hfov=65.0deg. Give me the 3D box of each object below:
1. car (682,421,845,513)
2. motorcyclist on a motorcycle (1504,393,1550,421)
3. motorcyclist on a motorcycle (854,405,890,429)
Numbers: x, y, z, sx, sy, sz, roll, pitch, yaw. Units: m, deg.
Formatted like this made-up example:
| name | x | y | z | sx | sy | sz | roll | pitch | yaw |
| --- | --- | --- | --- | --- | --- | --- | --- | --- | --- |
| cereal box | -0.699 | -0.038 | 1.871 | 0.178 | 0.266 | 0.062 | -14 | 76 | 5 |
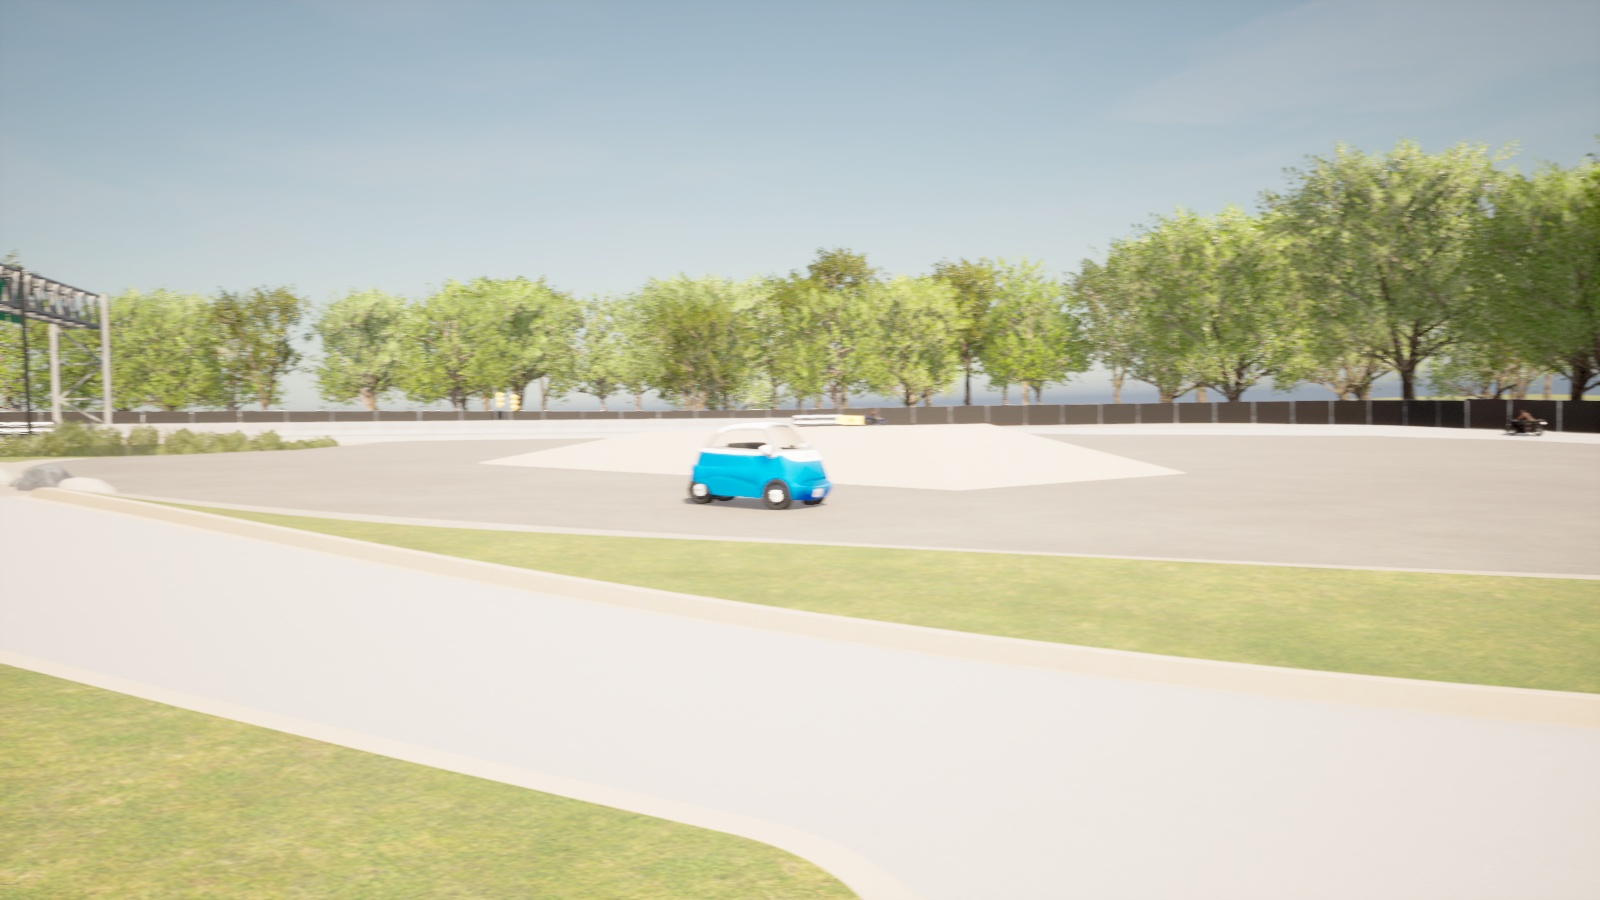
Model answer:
| name | x | y | z | sx | sy | sz | roll | pitch | yaw |
| --- | --- | --- | --- | --- | --- | --- | --- | --- | --- |
| car | -0.587 | 0.236 | 20.498 | 2.207 | 1.376 | 1.481 | 1 | 3 | 27 |
| motorcyclist on a motorcycle | 40.767 | -2.408 | 70.424 | 0.797 | 1.523 | 2.044 | -6 | 5 | -39 |
| motorcyclist on a motorcycle | 5.019 | -2.295 | 87.091 | 2.350 | 1.649 | 0.766 | -1 | 1 | -14 |
